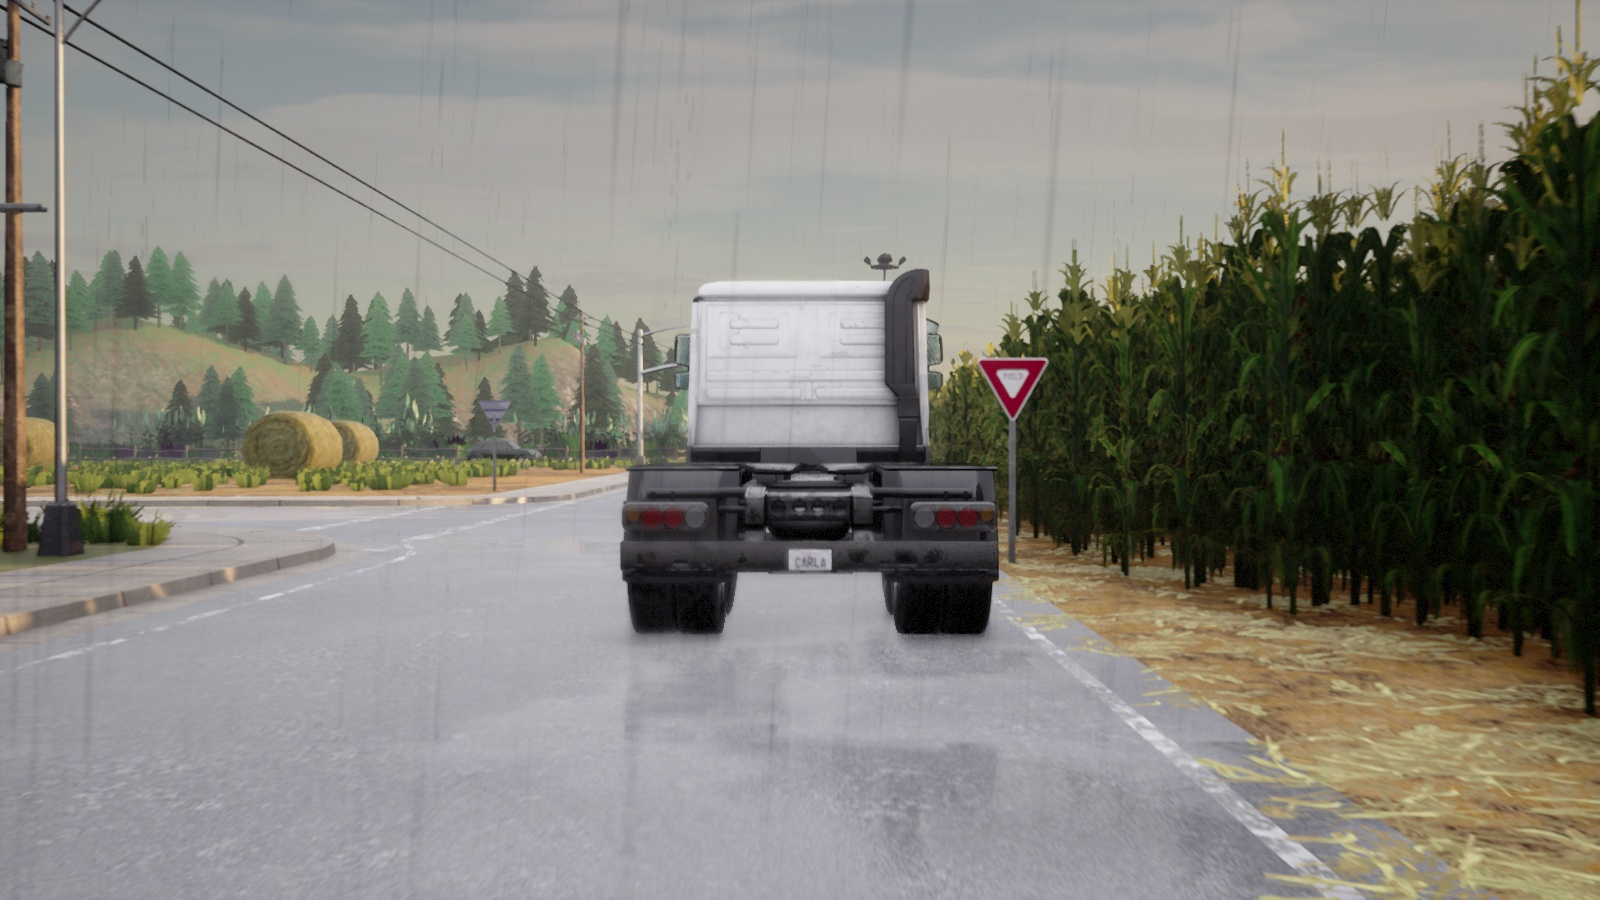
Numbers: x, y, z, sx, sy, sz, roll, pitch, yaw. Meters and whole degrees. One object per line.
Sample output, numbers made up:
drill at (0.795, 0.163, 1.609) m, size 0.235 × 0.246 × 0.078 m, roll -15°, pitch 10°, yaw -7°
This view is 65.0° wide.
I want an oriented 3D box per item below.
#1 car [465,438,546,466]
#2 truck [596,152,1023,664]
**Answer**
car at (-18.587, 0.109, 79.302) m, size 4.553 × 1.767 × 2.097 m, roll 0°, pitch 0°, yaw 3°
truck at (0.088, -0.306, 12.480) m, size 2.891 × 3.462 × 7.936 m, roll 0°, pitch 0°, yaw 0°
